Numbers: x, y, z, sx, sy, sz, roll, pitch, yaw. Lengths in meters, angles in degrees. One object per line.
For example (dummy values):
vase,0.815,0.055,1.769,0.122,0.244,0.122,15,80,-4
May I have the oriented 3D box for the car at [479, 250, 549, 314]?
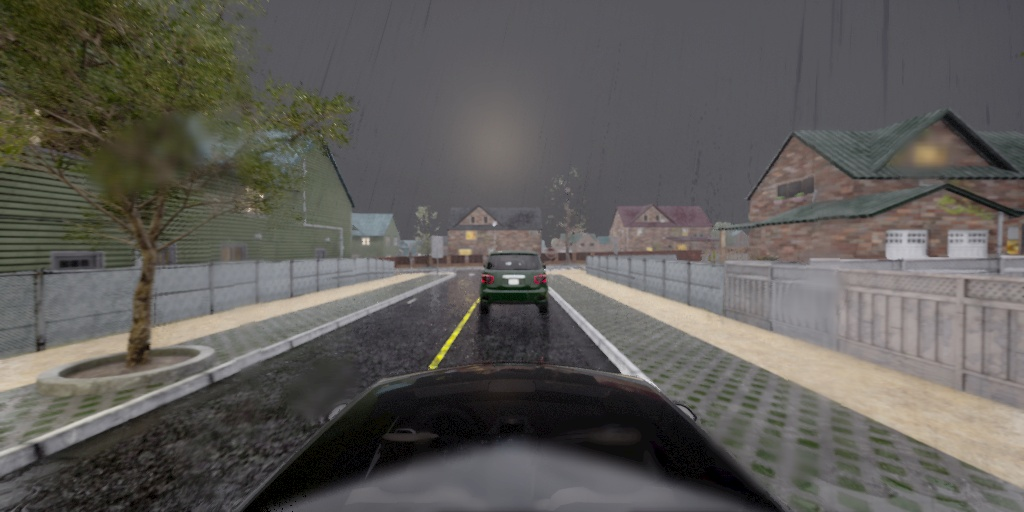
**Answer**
car,0.090,0.818,13.041,2.150,2.045,5.566,0,1,1
